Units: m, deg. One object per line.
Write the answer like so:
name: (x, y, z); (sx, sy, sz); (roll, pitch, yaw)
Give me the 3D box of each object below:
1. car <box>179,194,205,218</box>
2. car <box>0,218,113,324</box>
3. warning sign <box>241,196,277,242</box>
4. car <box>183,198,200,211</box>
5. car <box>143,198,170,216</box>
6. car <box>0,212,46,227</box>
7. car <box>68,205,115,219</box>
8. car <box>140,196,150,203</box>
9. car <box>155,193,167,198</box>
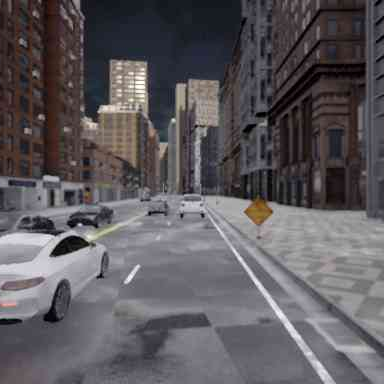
car: (0.030, 1.229, 30.440); (2.150, 2.045, 5.566); (0, 0, 0)
car: (-3.154, 1.528, 7.069); (1.812, 1.442, 4.674); (0, 0, 0)
warning sign: (2.840, 1.119, 14.180); (1.300, 1.860, 1.060); (0, 0, 0)
car: (-0.002, 1.558, 43.180); (2.033, 1.411, 5.357); (0, 0, 0)
car: (-3.167, 1.555, 32.289); (2.033, 1.411, 5.357); (0, 0, 0)
car: (-6.605, 1.495, 11.925); (2.128, 1.511, 4.902); (0, 0, 0)
car: (-6.598, 1.552, 22.309); (2.033, 1.411, 5.357); (0, 0, 1)
car: (-9.791, 1.538, 70.527); (2.033, 1.411, 5.357); (0, 0, 0)
car: (-6.541, 1.224, 70.499); (2.150, 2.045, 5.566); (0, 0, 0)
